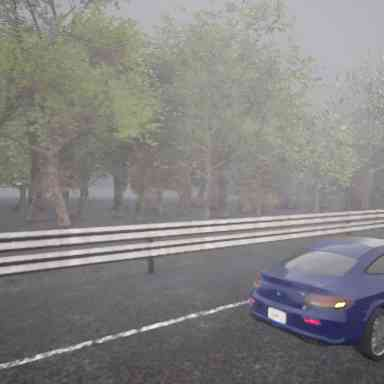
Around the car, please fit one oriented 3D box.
[{"bbox_3d":[3.042,1.528,5.896,4.674,1.442,1.812,0,0,-35],"label":"car"}]
